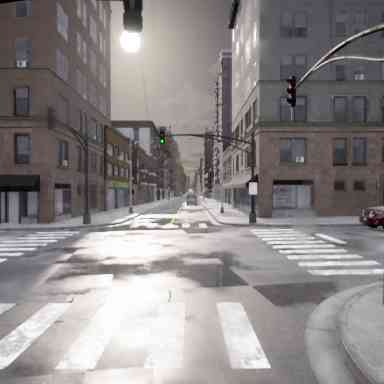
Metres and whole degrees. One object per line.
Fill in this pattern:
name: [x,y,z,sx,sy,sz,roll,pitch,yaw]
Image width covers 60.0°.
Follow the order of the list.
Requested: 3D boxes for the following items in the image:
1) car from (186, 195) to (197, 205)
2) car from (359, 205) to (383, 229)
car: [-0.035,1.672,59.994,2.033,1.411,5.357,0,0,0]
car: [12.047,1.147,18.354,5.009,1.841,2.192,-1,1,0]
